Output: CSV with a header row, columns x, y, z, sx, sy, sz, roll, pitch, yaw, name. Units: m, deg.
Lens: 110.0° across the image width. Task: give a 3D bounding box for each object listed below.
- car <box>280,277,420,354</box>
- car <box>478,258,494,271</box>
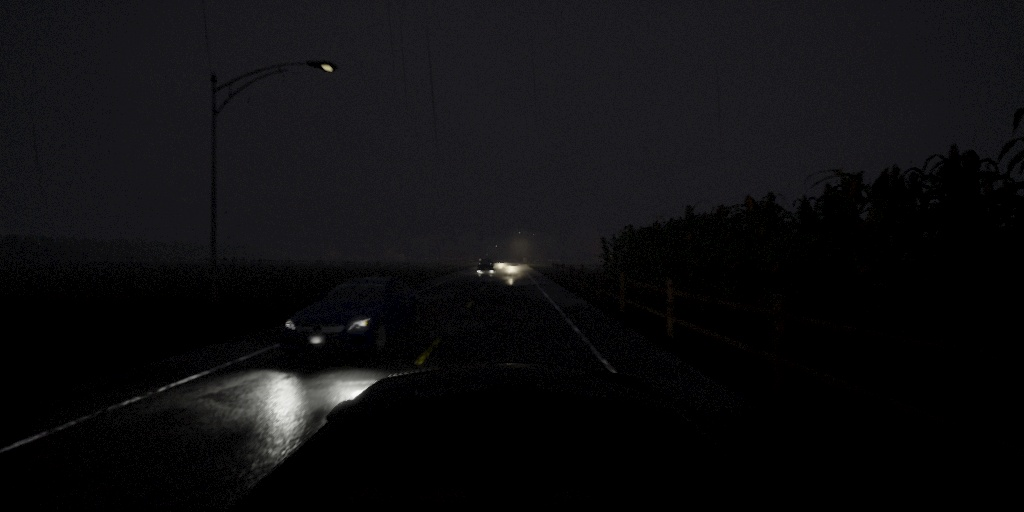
x,y,z,sx,sy,sz,roll,pitch,yaw,name
-3.588,1.278,8.905,1.812,1.442,4.674,0,0,0,car
-3.581,1.121,49.965,2.097,1.767,4.553,0,0,0,car
